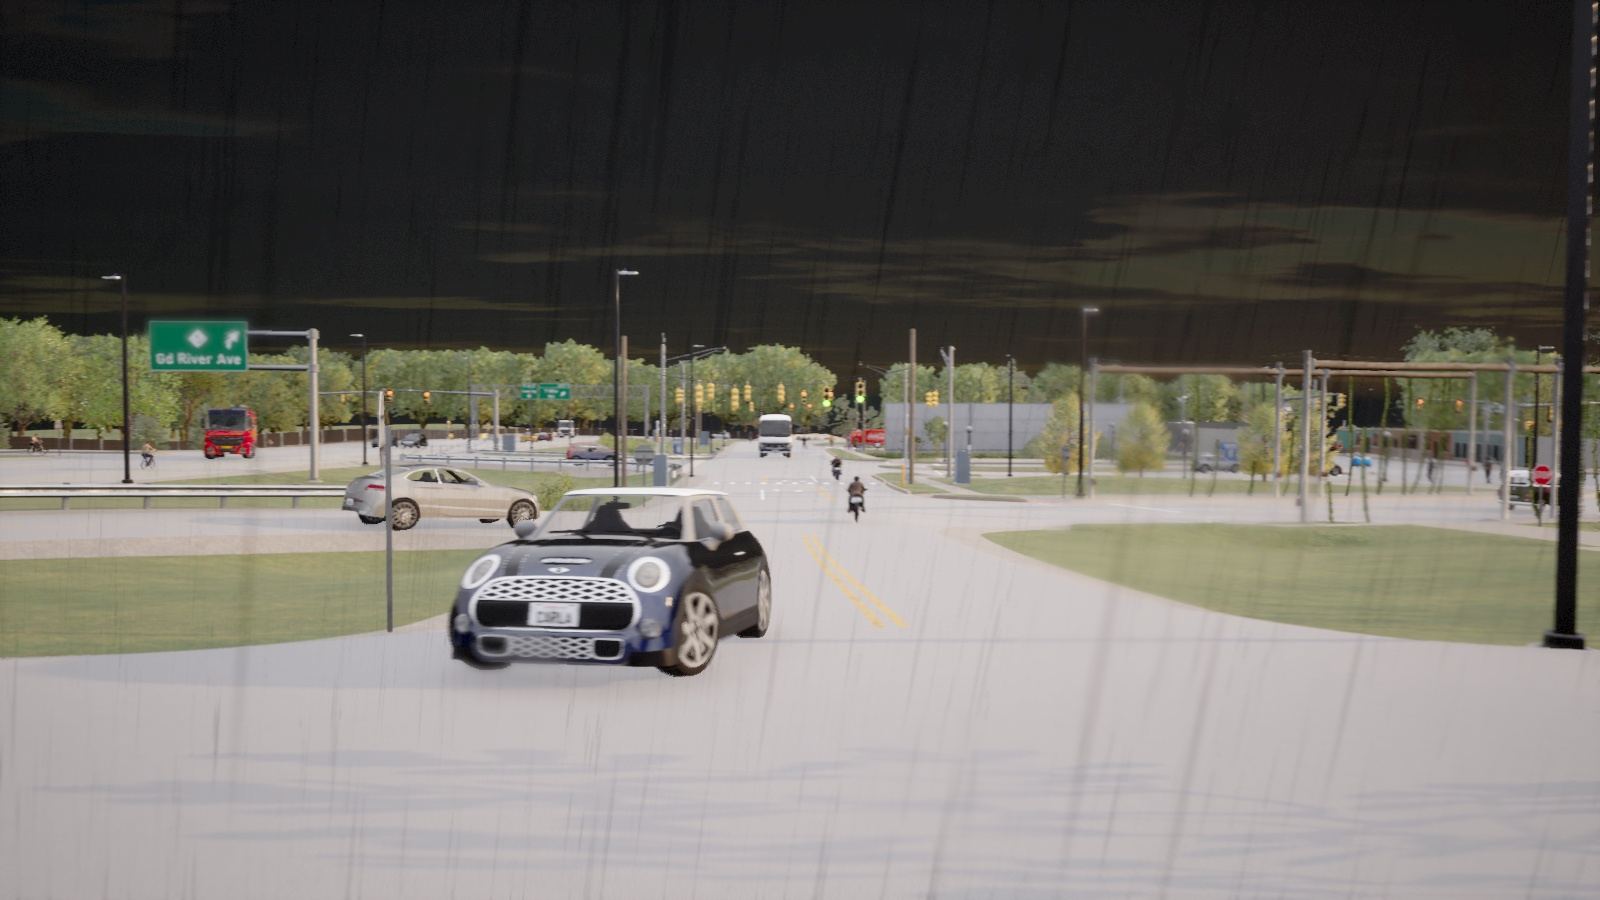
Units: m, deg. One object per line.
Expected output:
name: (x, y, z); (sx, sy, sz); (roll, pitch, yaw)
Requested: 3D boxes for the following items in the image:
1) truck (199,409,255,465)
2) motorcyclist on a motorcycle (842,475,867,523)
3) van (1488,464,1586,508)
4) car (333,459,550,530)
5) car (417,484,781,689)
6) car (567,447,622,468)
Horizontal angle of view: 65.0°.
truck: (-40.798, -0.973, 89.703); (2.891, 3.827, 8.468); (0, 1, -20)
motorcyclist on a motorcycle: (1.800, 1.610, 41.780); (0.797, 1.523, 2.044); (0, 0, 1)
van: (36.770, 1.775, 62.638); (4.480, 2.038, 2.069); (0, 2, -27)
car: (-9.389, 1.140, 33.145); (5.027, 1.651, 2.152); (2, 1, -41)
car: (-1.535, 1.043, 11.118); (1.970, 1.475, 3.806); (-1, -2, 11)
car: (-15.404, 0.547, 94.248); (3.806, 1.475, 1.970); (0, 1, 2)
